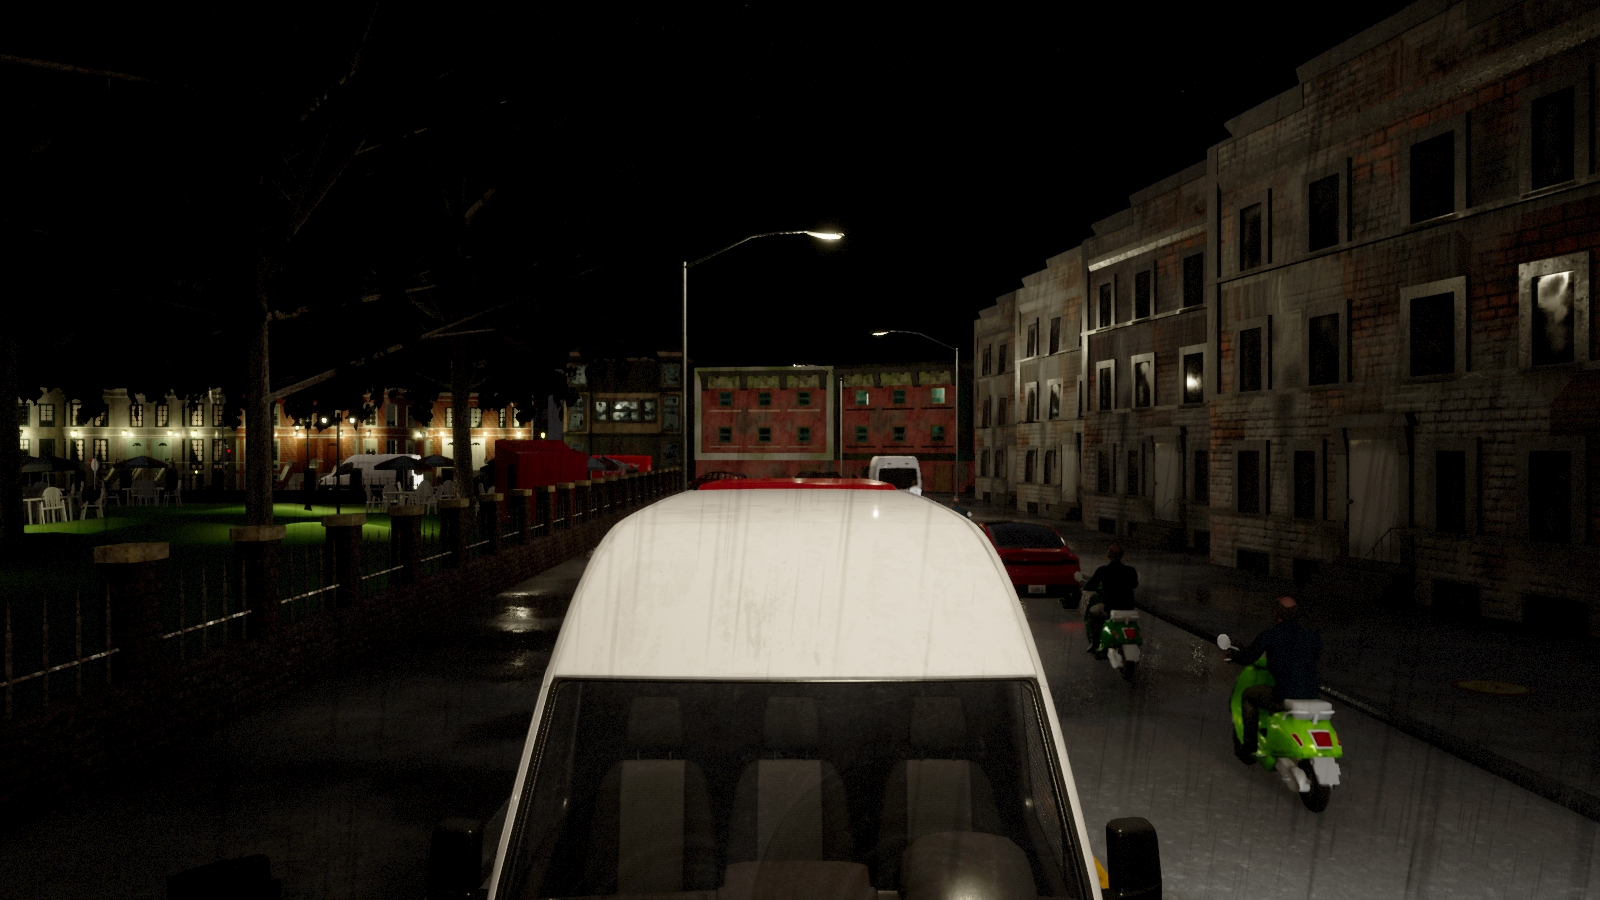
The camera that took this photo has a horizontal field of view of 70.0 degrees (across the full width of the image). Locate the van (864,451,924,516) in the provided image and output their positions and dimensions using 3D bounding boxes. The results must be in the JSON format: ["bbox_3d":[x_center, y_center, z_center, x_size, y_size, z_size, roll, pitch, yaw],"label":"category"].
[{"bbox_3d":[3.849,1.314,47.723,1.988,2.561,5.915,0,0,0],"label":"van"}]

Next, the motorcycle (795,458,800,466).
[{"bbox_3d":[-0.384,1.962,183.190,0.856,1.236,1.805,0,0,0],"label":"motorcycle"}]

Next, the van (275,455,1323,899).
[{"bbox_3d":[-0.006,1.314,5.127,1.988,2.561,5.915,0,0,0],"label":"van"}]

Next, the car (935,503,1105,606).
[{"bbox_3d":[3.939,1.841,21.405,2.231,1.480,4.892,0,0,0],"label":"car"}]
